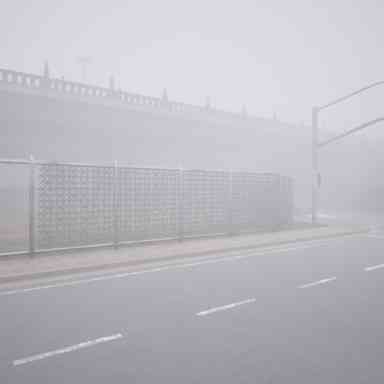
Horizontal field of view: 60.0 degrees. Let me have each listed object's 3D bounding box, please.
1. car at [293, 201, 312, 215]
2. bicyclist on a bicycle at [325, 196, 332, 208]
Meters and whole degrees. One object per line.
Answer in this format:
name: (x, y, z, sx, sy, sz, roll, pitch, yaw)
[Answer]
car: (10.454, 1.614, 34.595, 1.994, 1.385, 4.181, 0, 0, -36)
bicyclist on a bicycle: (17.728, 1.348, 43.298, 1.656, 1.620, 0.582, 0, 0, -36)
